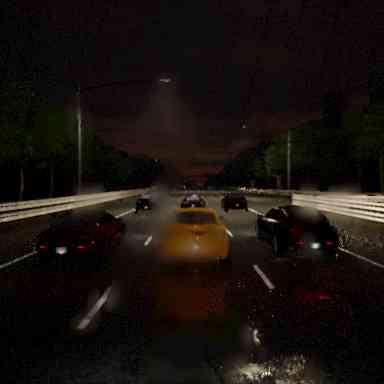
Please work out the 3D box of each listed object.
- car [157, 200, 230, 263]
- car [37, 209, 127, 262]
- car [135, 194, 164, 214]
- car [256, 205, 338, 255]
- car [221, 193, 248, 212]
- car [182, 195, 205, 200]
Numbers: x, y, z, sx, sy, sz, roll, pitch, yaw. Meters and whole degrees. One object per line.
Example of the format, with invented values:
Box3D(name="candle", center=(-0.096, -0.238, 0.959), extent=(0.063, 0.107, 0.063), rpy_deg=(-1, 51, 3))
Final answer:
Box3D(name="car", center=(0.082, 1.245, 11.118), extent=(1.882, 1.535, 5.008), rpy_deg=(0, 1, 0))
Box3D(name="car", center=(-3.418, 1.295, 11.006), extent=(1.812, 1.442, 4.674), rpy_deg=(0, 1, 0))
Box3D(name="car", center=(-3.411, 0.886, 27.216), extent=(2.128, 1.511, 4.902), rpy_deg=(0, 1, 0))
Box3D(name="car", center=(3.585, 1.252, 12.064), extent=(1.837, 1.490, 4.892), rpy_deg=(0, 1, 0))
Box3D(name="car", center=(3.594, 0.832, 28.770), extent=(1.882, 1.535, 5.008), rpy_deg=(0, 1, 0))
Box3D(name="car", center=(0.091, 0.946, 27.690), extent=(1.994, 1.385, 4.181), rpy_deg=(0, 1, 0))
